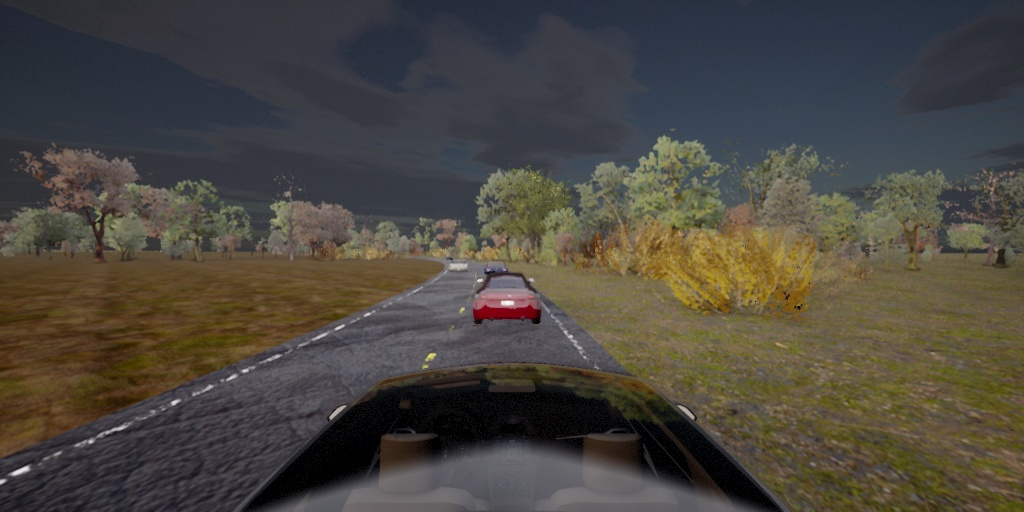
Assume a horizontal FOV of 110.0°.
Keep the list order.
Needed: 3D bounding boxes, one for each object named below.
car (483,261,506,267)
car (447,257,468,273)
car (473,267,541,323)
[{"bbox_3d":[-1.429,1.097,29.693,1.895,1.301,4.718,0,1,-6],"label":"car"},{"bbox_3d":[-5.550,1.023,37.526,1.895,1.301,4.718,0,1,-8],"label":"car"},{"bbox_3d":[-0.191,1.225,11.743,1.994,1.385,4.181,0,1,-2],"label":"car"}]
